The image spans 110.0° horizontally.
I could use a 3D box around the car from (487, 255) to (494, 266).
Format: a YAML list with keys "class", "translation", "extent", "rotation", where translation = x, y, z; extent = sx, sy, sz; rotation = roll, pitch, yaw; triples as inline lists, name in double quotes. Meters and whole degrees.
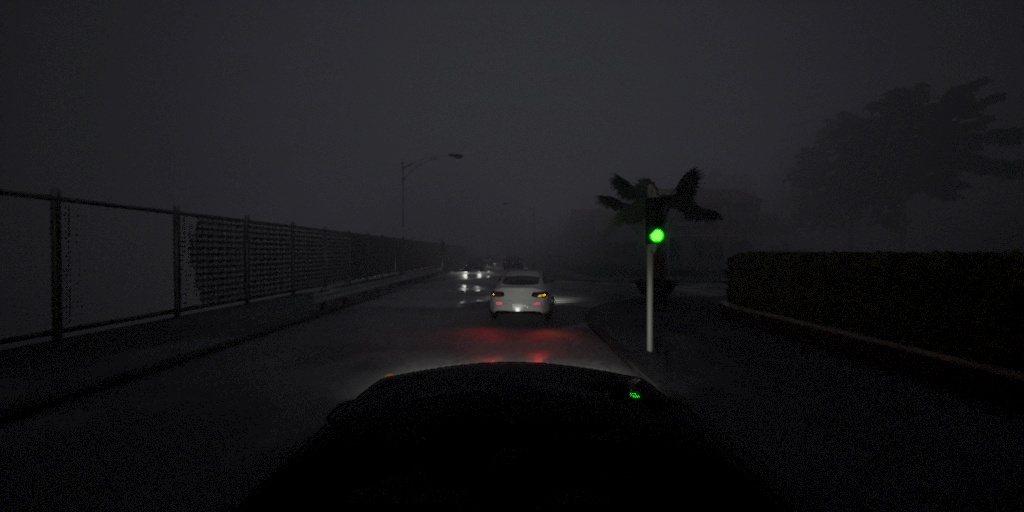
- class: "car"
  translation: [-4.087, 0.769, 53.924]
  extent: [1.812, 1.442, 4.674]
  rotation: [0, 1, 0]

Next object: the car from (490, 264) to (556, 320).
- class: "car"
  translation: [0.451, 1.175, 12.024]
  extent: [1.812, 1.442, 4.674]
  rotation: [0, 1, 7]

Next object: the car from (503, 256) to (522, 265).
- class: "car"
  translation: [0.091, 0.724, 40.661]
  extent: [2.097, 1.767, 4.553]
  rotation: [0, 1, 0]

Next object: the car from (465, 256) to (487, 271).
- class: "car"
  translation: [-4.102, 0.906, 39.854]
  extent: [1.812, 1.442, 4.674]
  rotation: [0, 1, 0]
